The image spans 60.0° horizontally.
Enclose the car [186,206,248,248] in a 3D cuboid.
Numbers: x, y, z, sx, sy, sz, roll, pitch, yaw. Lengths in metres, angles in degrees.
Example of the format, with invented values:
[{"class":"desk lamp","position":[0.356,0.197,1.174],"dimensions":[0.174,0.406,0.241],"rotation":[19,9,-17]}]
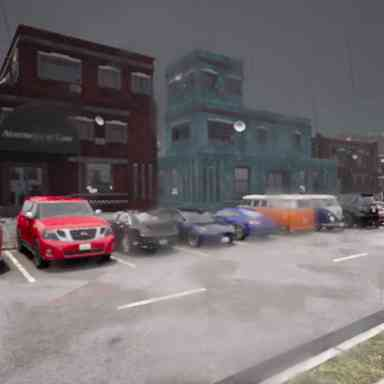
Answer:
[{"class":"car","position":[-0.094,1.456,14.880],"dimensions":[2.163,1.488,4.792],"rotation":[0,0,-35]}]

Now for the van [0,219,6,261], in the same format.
[{"class":"van","position":[-6.835,1.237,9.973],"dimensions":[1.878,1.987,4.442],"rotation":[0,0,-35]}]

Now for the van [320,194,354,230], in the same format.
[{"class":"van","position":[6.746,1.175,19.644],"dimensions":[1.878,1.987,4.442],"rotation":[0,0,-35]}]

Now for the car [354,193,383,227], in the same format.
[{"class":"car","position":[8.927,1.144,21.375],"dimensions":[2.435,2.045,5.566],"rotation":[0,0,-35]}]

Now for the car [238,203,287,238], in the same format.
[{"class":"car","position":[2.052,1.458,16.442],"dimensions":[2.002,1.452,4.674],"rotation":[0,0,-35]}]

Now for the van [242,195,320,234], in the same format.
[{"class":"van","position":[4.349,1.183,18.223],"dimensions":[1.878,1.987,4.442],"rotation":[0,0,-35]}]

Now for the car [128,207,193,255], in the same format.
[{"class":"car","position":[-2.371,1.439,13.288],"dimensions":[2.231,1.521,4.892],"rotation":[0,0,-35]}]

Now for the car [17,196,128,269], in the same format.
[{"class":"car","position":[-4.624,1.198,11.656],"dimensions":[2.435,2.045,5.566],"rotation":[0,0,-35]}]
